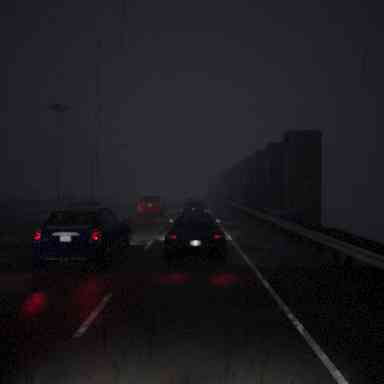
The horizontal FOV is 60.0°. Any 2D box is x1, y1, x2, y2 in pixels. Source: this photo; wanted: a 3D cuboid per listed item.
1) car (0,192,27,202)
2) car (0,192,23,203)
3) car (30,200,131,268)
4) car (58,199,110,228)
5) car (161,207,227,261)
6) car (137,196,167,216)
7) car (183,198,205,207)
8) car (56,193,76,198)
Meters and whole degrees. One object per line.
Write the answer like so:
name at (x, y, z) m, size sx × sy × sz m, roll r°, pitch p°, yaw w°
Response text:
car at (-24.310, 1.131, 44.800) m, size 2.033 × 1.411 × 5.357 m, roll 0°, pitch 1°, yaw 2°
car at (-30.979, 0.828, 56.370) m, size 2.097 × 1.767 × 4.553 m, roll 0°, pitch 1°, yaw 2°
car at (-3.398, 1.248, 11.059) m, size 2.097 × 1.767 × 4.553 m, roll 0°, pitch 1°, yaw 0°
car at (-6.895, 1.301, 21.788) m, size 1.837 × 1.490 × 4.892 m, roll 0°, pitch 1°, yaw 0°
car at (0.102, 1.453, 11.798) m, size 1.994 × 1.385 × 4.181 m, roll 0°, pitch 1°, yaw 0°
car at (-3.382, 1.083, 28.845) m, size 2.097 × 1.767 × 4.553 m, roll 0°, pitch 1°, yaw 0°
car at (0.146, 1.237, 30.985) m, size 1.812 × 1.442 × 4.674 m, roll 0°, pitch 1°, yaw 1°
car at (-20.546, 0.986, 54.375) m, size 2.128 × 1.511 × 4.902 m, roll 0°, pitch 1°, yaw 2°
